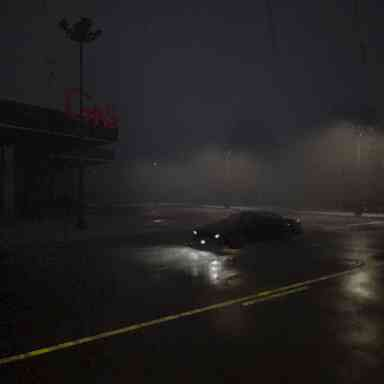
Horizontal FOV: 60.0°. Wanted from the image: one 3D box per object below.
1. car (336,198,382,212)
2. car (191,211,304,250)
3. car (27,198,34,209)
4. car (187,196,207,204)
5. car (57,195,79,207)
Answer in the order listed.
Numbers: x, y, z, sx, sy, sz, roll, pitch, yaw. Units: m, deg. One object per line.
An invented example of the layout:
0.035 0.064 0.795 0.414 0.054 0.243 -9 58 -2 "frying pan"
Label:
19.115 1.504 38.323 1.837 1.490 4.892 -1 0 -33 "car"
2.587 1.547 14.463 5.357 1.411 2.033 0 0 -36 "car"
-22.029 1.456 43.590 1.970 1.475 3.806 0 0 -35 "car"
0.924 1.477 63.992 1.882 1.535 5.008 0 0 -36 "car"
-17.819 1.295 47.573 2.242 1.667 4.611 0 0 -35 "car"
